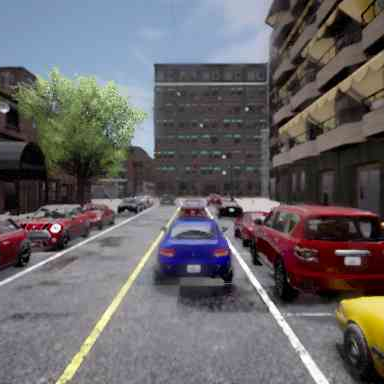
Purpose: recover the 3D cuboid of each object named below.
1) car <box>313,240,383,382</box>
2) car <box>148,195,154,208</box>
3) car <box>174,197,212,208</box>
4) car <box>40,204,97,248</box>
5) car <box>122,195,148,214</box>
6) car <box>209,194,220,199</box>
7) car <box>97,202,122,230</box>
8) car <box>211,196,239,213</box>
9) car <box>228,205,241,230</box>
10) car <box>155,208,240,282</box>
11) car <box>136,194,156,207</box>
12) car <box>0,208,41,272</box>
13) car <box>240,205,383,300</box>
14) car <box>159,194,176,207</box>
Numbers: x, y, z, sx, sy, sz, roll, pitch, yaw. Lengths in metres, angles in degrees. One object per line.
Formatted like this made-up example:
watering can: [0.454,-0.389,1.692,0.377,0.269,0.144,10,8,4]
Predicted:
car: [2.707,1.495,2.494,1.752,1.417,4.829,1,1,0]
car: [-5.591,1.131,36.397,2.008,1.369,4.403,1,1,0]
car: [0.077,1.274,23.514,2.033,1.411,5.357,0,1,1]
car: [-5.622,1.280,13.650,1.967,1.590,4.097,1,1,0]
car: [-5.599,1.210,30.709,1.947,1.339,4.313,1,1,0]
car: [2.813,0.956,42.124,1.967,1.590,4.097,1,1,0]
car: [-5.616,1.356,19.337,1.802,1.307,4.206,1,1,0]
car: [2.739,1.275,25.070,1.947,1.339,4.313,1,1,0]
car: [2.723,1.422,13.698,1.802,1.307,4.206,1,1,0]
car: [0.063,1.416,9.296,1.812,1.442,4.674,0,1,1]
car: [-5.753,1.044,41.913,1.752,1.417,4.829,1,1,0]
car: [-5.630,1.346,7.962,1.967,1.590,4.097,1,1,0]
car: [2.719,1.221,8.008,2.192,1.841,5.009,1,1,0]
car: [-3.008,1.029,41.543,1.837,1.490,4.892,0,0,0]
